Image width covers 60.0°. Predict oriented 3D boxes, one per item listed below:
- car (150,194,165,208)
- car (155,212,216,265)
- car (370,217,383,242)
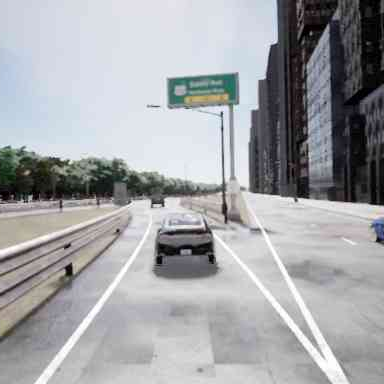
[{"bbox_3d":[-5.497,1.372,53.058,2.150,2.045,5.566,-1,0,-7],"label":"car"},{"bbox_3d":[-0.287,1.470,11.713,2.128,1.511,4.902,-1,0,-3],"label":"car"},{"bbox_3d":[8.457,1.366,12.534,1.882,1.535,5.008,-1,0,8],"label":"car"}]
